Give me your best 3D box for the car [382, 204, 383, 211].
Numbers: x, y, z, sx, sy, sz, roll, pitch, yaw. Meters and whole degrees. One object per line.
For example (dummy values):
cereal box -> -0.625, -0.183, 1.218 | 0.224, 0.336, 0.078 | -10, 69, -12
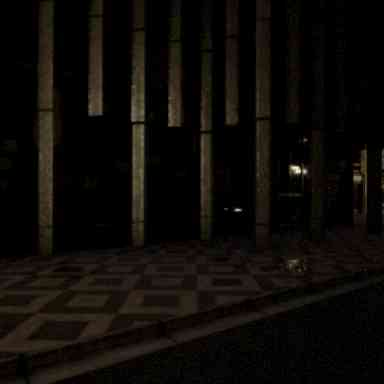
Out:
car -> 28.945, 2.227, 51.912 | 1.752, 1.417, 4.829 | -1, 0, -35
